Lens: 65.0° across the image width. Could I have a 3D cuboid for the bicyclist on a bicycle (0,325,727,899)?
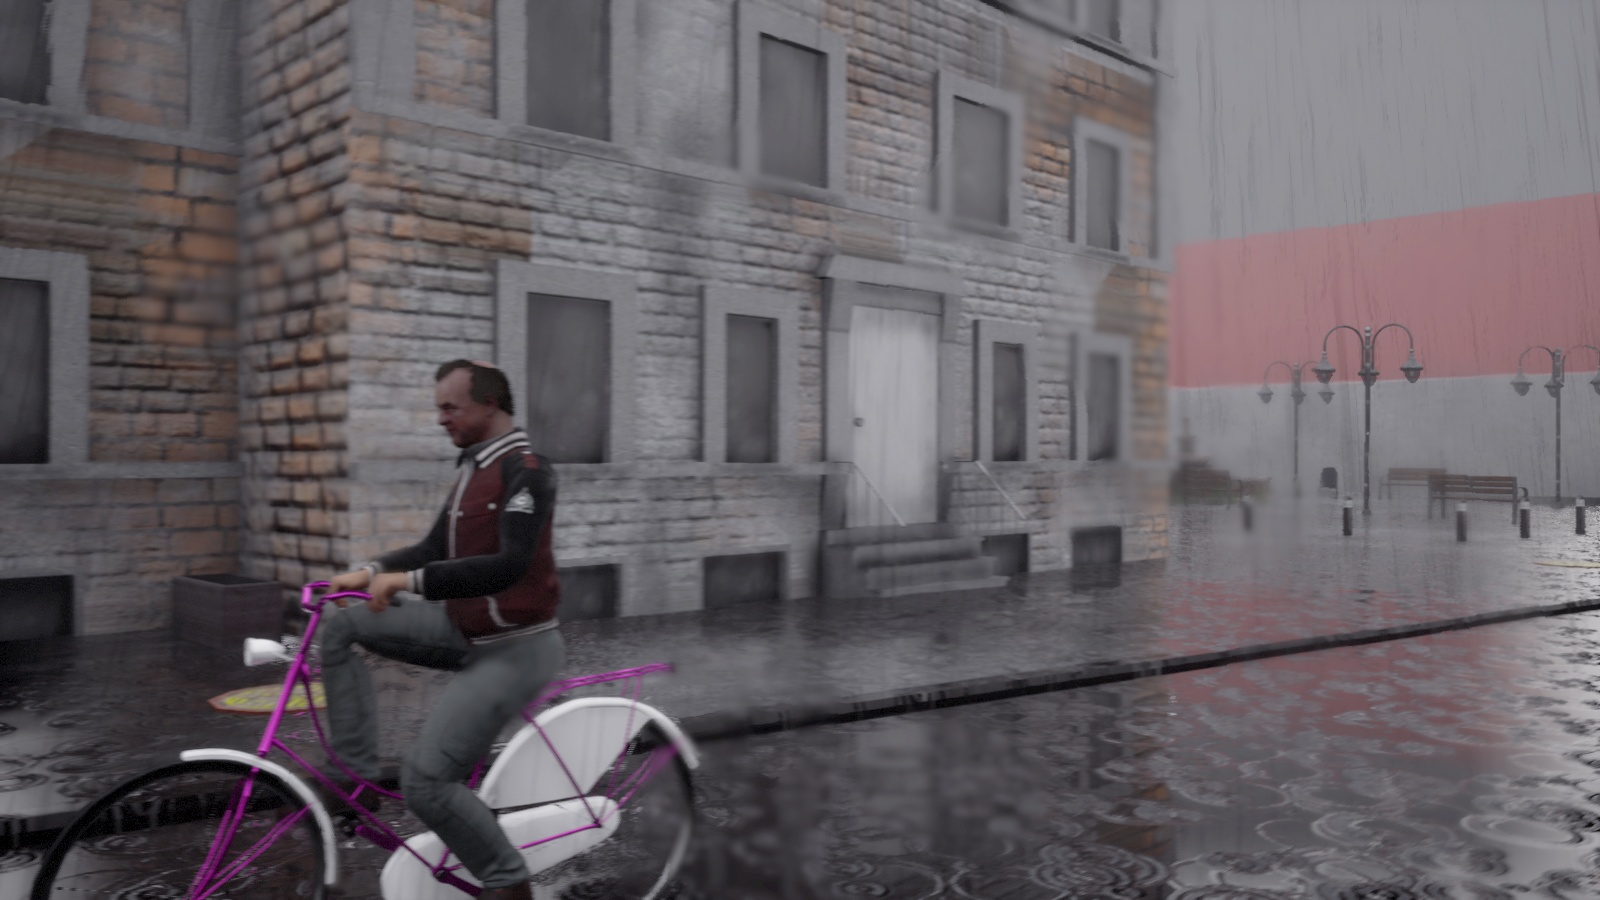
[{"bbox_3d":[-1.162,0.626,3.459,1.843,1.776,0.659,0,0,-35],"label":"bicyclist on a bicycle"}]
